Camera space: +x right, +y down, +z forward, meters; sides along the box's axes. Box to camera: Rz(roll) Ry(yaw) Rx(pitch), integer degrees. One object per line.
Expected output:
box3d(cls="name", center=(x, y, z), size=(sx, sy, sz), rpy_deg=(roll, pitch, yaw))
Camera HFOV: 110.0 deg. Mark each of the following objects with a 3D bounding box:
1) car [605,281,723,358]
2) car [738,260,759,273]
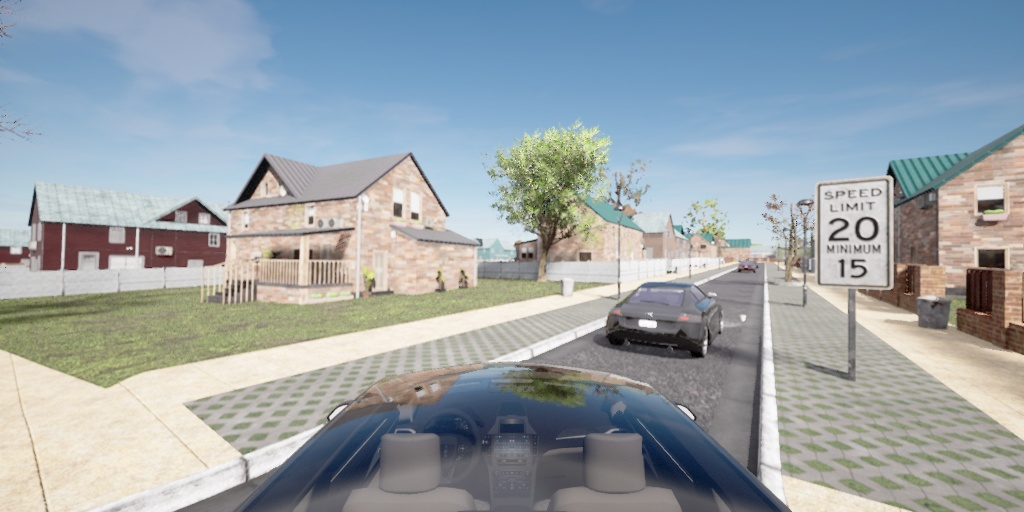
box3d(cls="car", center=(3.831, 1.307, 8.706), size=(1.994, 1.385, 4.181), rpy_deg=(0, 0, 35))
box3d(cls="car", center=(28.955, 1.305, 44.143), size=(2.033, 1.411, 5.357), rpy_deg=(0, 0, 35))
